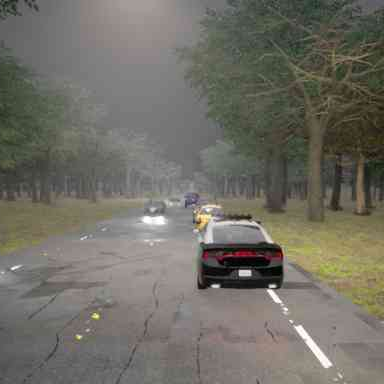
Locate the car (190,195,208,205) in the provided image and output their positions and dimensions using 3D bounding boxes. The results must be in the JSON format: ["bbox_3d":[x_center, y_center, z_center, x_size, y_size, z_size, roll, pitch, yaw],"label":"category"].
[{"bbox_3d":[1.102,1.313,25.110,2.097,1.767,4.553,0,0,0],"label":"car"}]

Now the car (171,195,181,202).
[{"bbox_3d":[-3.362,1.301,66.439,1.812,1.442,4.674,0,0,0],"label":"car"}]

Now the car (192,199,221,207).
[{"bbox_3d":[1.090,1.431,19.328,1.801,1.575,5.366,0,0,0],"label":"car"}]

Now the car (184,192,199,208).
[{"bbox_3d":[0.109,1.106,45.873,2.150,2.045,5.566,0,0,0],"label":"car"}]

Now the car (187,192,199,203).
[{"bbox_3d":[0.134,1.010,64.143,2.150,2.045,5.566,0,0,0],"label":"car"}]

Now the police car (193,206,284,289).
[{"bbox_3d":[1.069,1.418,9.246,1.930,1.638,5.238,0,0,0],"label":"police car"}]

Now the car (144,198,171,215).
[{"bbox_3d":[-3.532,1.431,32.495,2.128,1.511,4.902,0,0,0],"label":"car"}]
